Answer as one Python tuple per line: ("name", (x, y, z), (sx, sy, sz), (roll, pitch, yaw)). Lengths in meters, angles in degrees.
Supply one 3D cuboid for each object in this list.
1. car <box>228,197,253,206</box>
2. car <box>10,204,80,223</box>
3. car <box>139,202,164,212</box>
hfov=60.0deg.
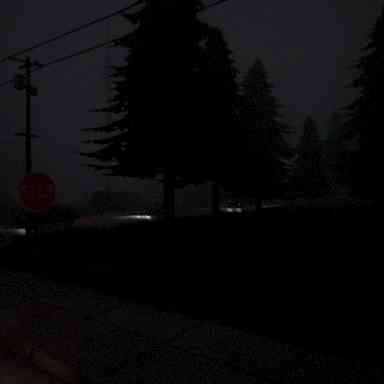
("car", (7.733, 1.409, 52.772), (2.150, 2.045, 5.566), (0, 0, 33))
("car", (-10.783, 1.669, 24.707), (1.882, 1.535, 5.008), (0, 0, 33))
("car", (-3.758, 1.758, 35.417), (1.994, 1.385, 4.181), (0, 0, 33))
